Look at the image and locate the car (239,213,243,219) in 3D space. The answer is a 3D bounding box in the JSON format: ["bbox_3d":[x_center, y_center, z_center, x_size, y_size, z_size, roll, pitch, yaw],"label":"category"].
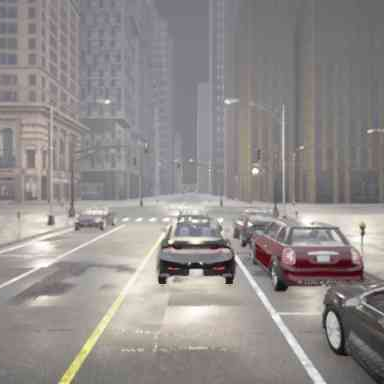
[{"bbox_3d":[2.762,1.515,14.566,2.008,1.369,4.403,0,0,0],"label":"car"}]

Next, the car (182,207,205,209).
[{"bbox_3d":[0.101,1.551,20.153,1.895,1.301,4.718,0,0,1],"label":"car"}]

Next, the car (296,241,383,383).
[{"bbox_3d":[2.761,1.543,3.284,2.008,1.369,4.403,0,0,0],"label":"car"}]

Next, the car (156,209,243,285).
[{"bbox_3d":[0.097,1.469,9.400,2.128,1.511,4.902,0,0,0],"label":"car"}]

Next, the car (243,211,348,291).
[{"bbox_3d":[2.761,1.418,8.925,1.967,1.590,4.097,0,0,0],"label":"car"}]

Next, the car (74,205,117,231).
[{"bbox_3d":[-5.763,1.501,20.206,2.008,1.369,4.403,0,0,0],"label":"car"}]
